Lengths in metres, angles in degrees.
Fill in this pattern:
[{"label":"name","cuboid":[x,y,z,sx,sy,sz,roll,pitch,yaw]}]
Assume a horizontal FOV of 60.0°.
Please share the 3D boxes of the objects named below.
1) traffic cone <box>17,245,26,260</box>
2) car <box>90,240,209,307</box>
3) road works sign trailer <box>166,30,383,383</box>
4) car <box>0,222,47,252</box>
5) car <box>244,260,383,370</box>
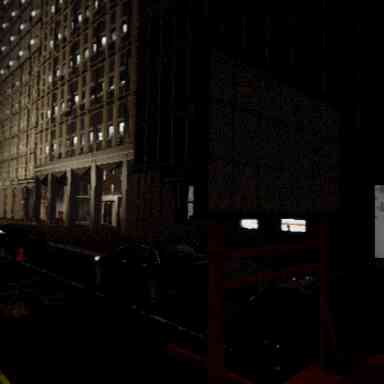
[{"label":"traffic cone","cuboid":[-7.054,2.484,13.750,0.340,0.580,0.340,4,-4,-44]},{"label":"car","cuboid":[-1.155,1.973,9.015,2.008,1.369,4.403,4,-4,-44]},{"label":"road works sign trailer","cuboid":[0.725,0.648,3.247,2.380,3.560,2.880,4,-4,-44]},{"label":"car","cuboid":[-8.970,2.219,17.169,1.947,1.339,4.313,4,-4,-44]},{"label":"car","cuboid":[2.756,1.747,4.943,1.967,1.590,4.097,4,-4,-44]}]
